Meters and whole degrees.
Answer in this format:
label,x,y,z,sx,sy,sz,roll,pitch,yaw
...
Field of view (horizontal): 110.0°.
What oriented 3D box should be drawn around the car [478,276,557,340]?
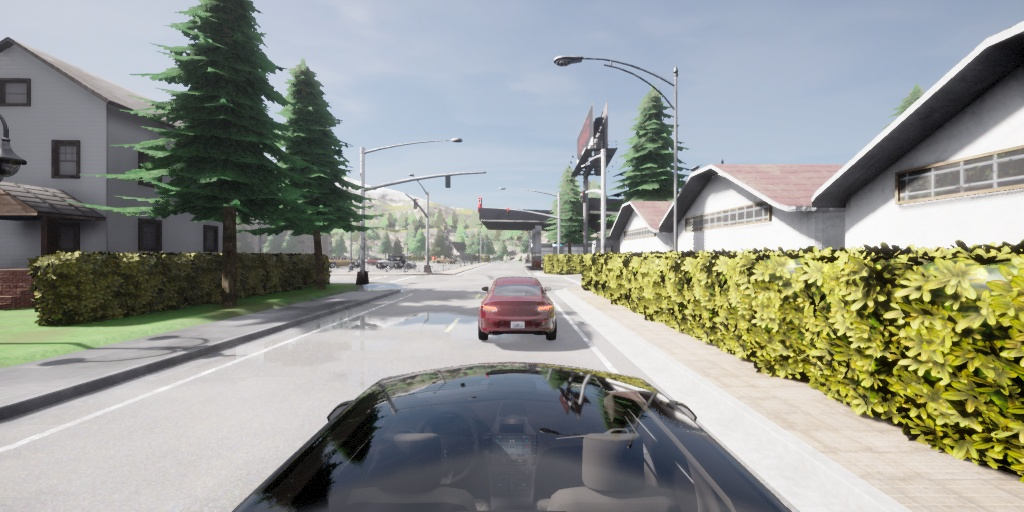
label,x,y,z,sx,sy,sz,roll,pitch,yaw
car,0.128,1.276,9.804,1.812,1.442,4.674,0,0,0
